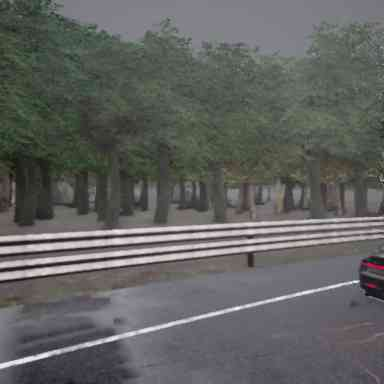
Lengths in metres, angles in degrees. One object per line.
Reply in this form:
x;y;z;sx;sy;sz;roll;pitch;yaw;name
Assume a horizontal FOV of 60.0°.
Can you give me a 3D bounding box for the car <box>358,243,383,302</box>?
5.594;1.587;7.123;4.892;1.490;1.837;1;0;-32;car
